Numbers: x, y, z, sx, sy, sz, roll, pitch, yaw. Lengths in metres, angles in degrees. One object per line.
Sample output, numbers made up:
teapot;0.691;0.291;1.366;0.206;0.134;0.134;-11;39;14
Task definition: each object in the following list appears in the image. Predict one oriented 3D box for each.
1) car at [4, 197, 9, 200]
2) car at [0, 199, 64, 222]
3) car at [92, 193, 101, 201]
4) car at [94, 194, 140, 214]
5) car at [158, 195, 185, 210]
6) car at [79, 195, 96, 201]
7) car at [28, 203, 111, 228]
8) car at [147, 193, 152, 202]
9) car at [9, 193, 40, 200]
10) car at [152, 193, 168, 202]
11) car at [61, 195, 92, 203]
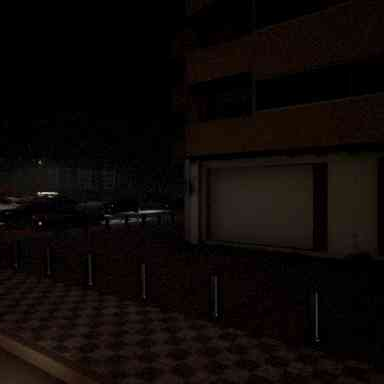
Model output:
car;-36.389;1.419;69.611;1.784;1.438;3.905;0;0;35
car;-13.437;1.581;27.600;1.812;1.442;4.674;0;0;35
car;-23.961;1.211;82.202;1.905;1.878;3.866;0;0;35
car;-7.760;1.407;35.717;2.097;1.767;4.553;0;0;35
car;-1.767;1.547;44.231;2.128;1.511;4.902;0;0;35
car;-26.319;1.451;83.883;1.970;1.475;3.806;0;0;35
car;-8.184;1.656;22.584;1.895;1.301;4.718;0;0;35
car;-7.919;1.212;70.901;1.905;1.878;3.866;0;0;35
car;-34.062;1.209;67.886;1.932;1.855;4.605;0;0;35
car;-5.587;1.209;69.185;1.932;1.855;4.605;0;0;35
car;-20.214;1.451;58.202;1.970;1.475;3.806;0;0;35
